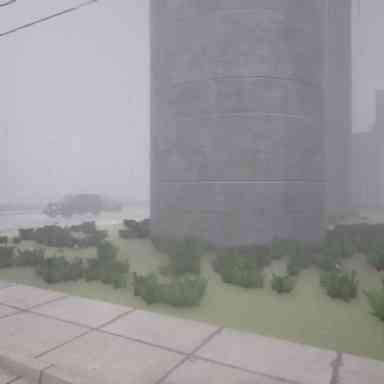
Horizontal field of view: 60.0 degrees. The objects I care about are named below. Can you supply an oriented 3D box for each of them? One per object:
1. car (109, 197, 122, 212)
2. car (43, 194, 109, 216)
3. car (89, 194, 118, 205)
[{"bbox_3d":[-10.271,1.430,38.502,4.611,1.667,2.242,0,0,29],"label":"car"},{"bbox_3d":[-10.377,1.188,29.591,2.150,2.045,5.566,0,0,28],"label":"car"},{"bbox_3d":[-15.223,1.236,57.145,4.605,1.855,1.932,0,0,29],"label":"car"}]
